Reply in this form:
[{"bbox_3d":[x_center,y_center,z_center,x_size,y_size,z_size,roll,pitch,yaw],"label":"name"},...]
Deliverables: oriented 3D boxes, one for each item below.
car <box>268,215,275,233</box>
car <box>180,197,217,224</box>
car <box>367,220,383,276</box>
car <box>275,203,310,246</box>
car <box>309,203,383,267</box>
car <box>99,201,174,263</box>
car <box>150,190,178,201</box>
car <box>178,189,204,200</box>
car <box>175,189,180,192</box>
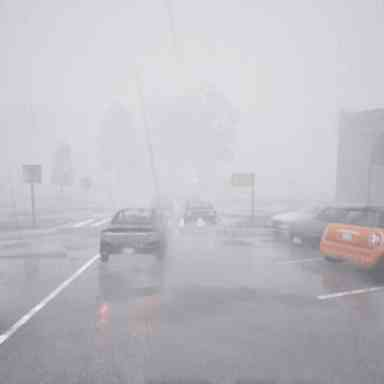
[{"bbox_3d":[5.724,1.238,15.249,4.674,1.452,2.002,1,1,-22],"label":"car"},{"bbox_3d":[0.374,1.207,20.841,1.895,1.301,4.718,0,1,-2],"label":"car"},{"bbox_3d":[6.116,1.396,6.420,4.792,1.488,2.163,1,1,-22],"label":"car"},{"bbox_3d":[5.821,1.284,12.288,4.792,1.488,2.163,1,1,-22],"label":"car"},{"bbox_3d":[5.942,1.184,9.343,4.553,1.767,2.185,1,1,-22],"label":"car"},{"bbox_3d":[-1.731,1.276,11.096,2.128,1.511,4.902,0,1,-2],"label":"car"},{"bbox_3d":[-2.423,0.908,27.322,2.128,1.511,4.902,0,2,-2],"label":"car"},{"bbox_3d":[0.157,0.639,33.023,2.128,1.511,4.902,1,3,3],"label":"car"},{"bbox_3d":[-1.330,0.292,39.605,1.895,1.301,4.718,2,6,17],"label":"car"}]
